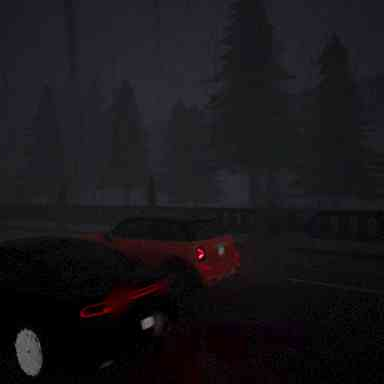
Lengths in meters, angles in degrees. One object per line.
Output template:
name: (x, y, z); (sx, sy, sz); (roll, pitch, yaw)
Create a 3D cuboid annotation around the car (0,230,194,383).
car: (-2.630, 1.490, 5.493); (5.008, 1.535, 1.882); (0, 0, 33)

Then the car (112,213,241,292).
car: (-1.129, 1.355, 8.645); (4.553, 1.767, 2.097); (0, 0, 32)
